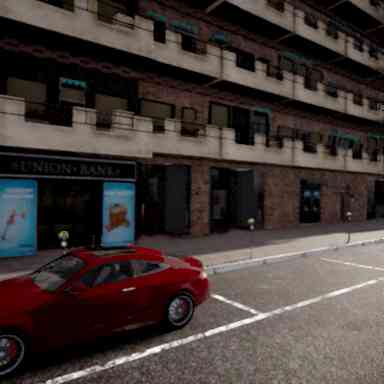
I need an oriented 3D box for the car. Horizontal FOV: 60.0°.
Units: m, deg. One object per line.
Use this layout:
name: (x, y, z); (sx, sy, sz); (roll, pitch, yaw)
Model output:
car: (-1.587, 1.582, 5.416); (4.206, 1.307, 1.802); (0, 1, -36)
